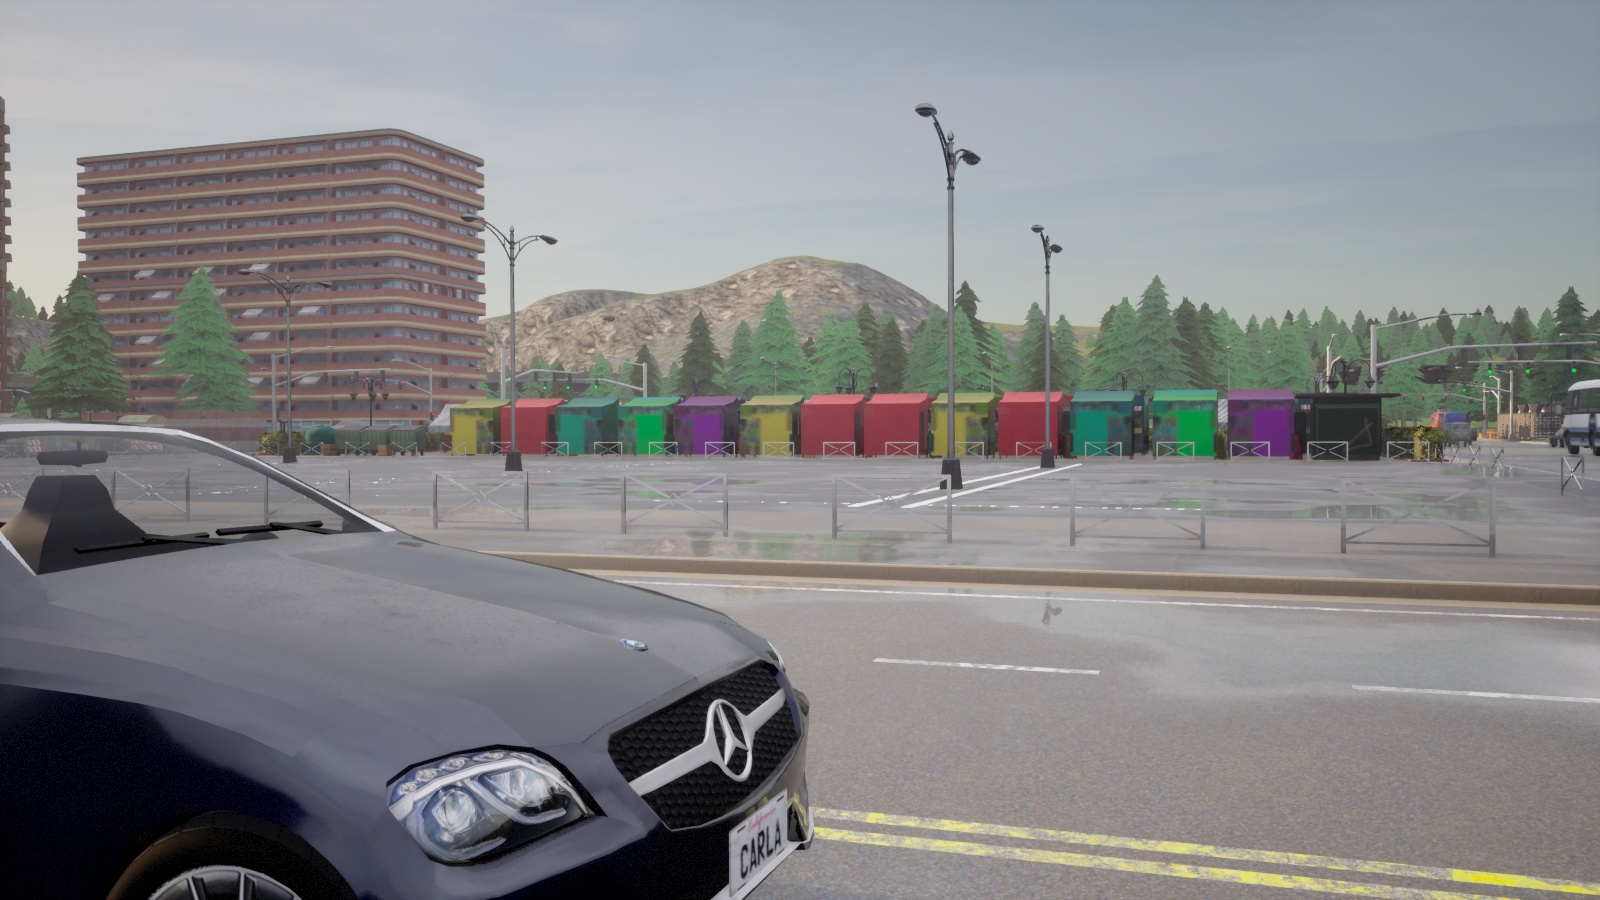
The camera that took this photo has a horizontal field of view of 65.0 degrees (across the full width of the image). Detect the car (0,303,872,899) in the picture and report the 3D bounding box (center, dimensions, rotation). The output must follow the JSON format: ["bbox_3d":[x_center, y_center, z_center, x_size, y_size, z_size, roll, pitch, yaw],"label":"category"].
[{"bbox_3d":[-2.485,0.531,4.025,5.027,1.651,2.152,1,1,19],"label":"car"}]

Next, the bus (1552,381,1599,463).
[{"bbox_3d":[44.956,-1.493,69.434,3.944,4.253,10.273,1,1,20],"label":"bus"}]
